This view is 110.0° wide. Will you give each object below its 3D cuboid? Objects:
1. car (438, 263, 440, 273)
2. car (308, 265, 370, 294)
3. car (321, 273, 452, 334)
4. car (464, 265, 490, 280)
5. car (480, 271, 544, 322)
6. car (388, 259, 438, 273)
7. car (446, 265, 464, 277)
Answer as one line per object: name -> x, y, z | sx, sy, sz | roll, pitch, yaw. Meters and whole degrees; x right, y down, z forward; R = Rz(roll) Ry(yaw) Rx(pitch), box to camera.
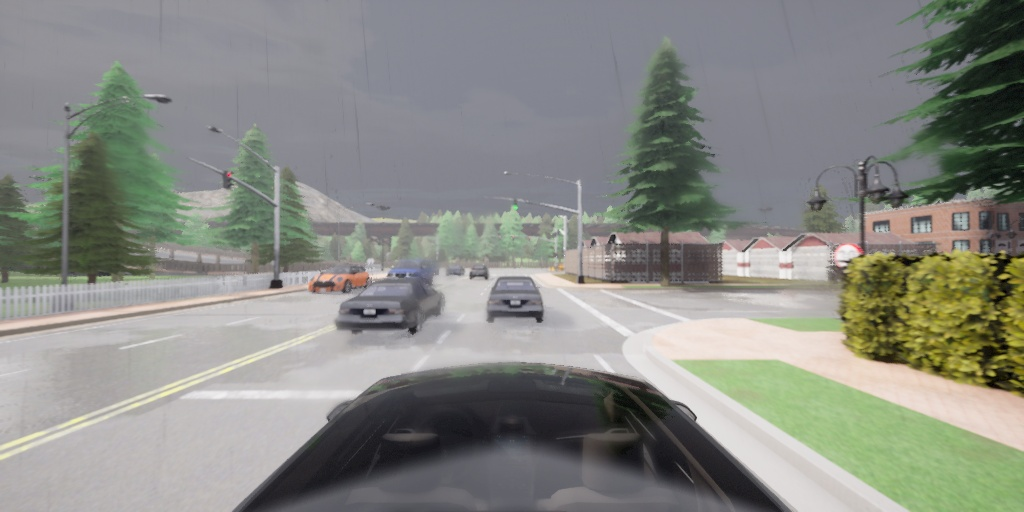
car -> -10.496, 1.463, 44.766 | 2.150, 2.045, 5.566 | 0, -1, 0
car -> -10.596, 1.343, 22.356 | 2.097, 1.767, 4.553 | 0, -1, 0
car -> -3.401, 1.407, 11.074 | 2.033, 1.411, 5.357 | 0, -1, 0
car -> -3.395, 1.663, 37.797 | 2.128, 1.511, 4.902 | 0, -1, 0
car -> 0.101, 1.428, 12.913 | 2.033, 1.411, 5.357 | 0, -1, 0
car -> -7.096, 1.249, 25.521 | 2.150, 2.045, 5.566 | 0, -1, 0
car -> -6.995, 1.857, 44.859 | 2.033, 1.411, 5.357 | 0, -1, 0
